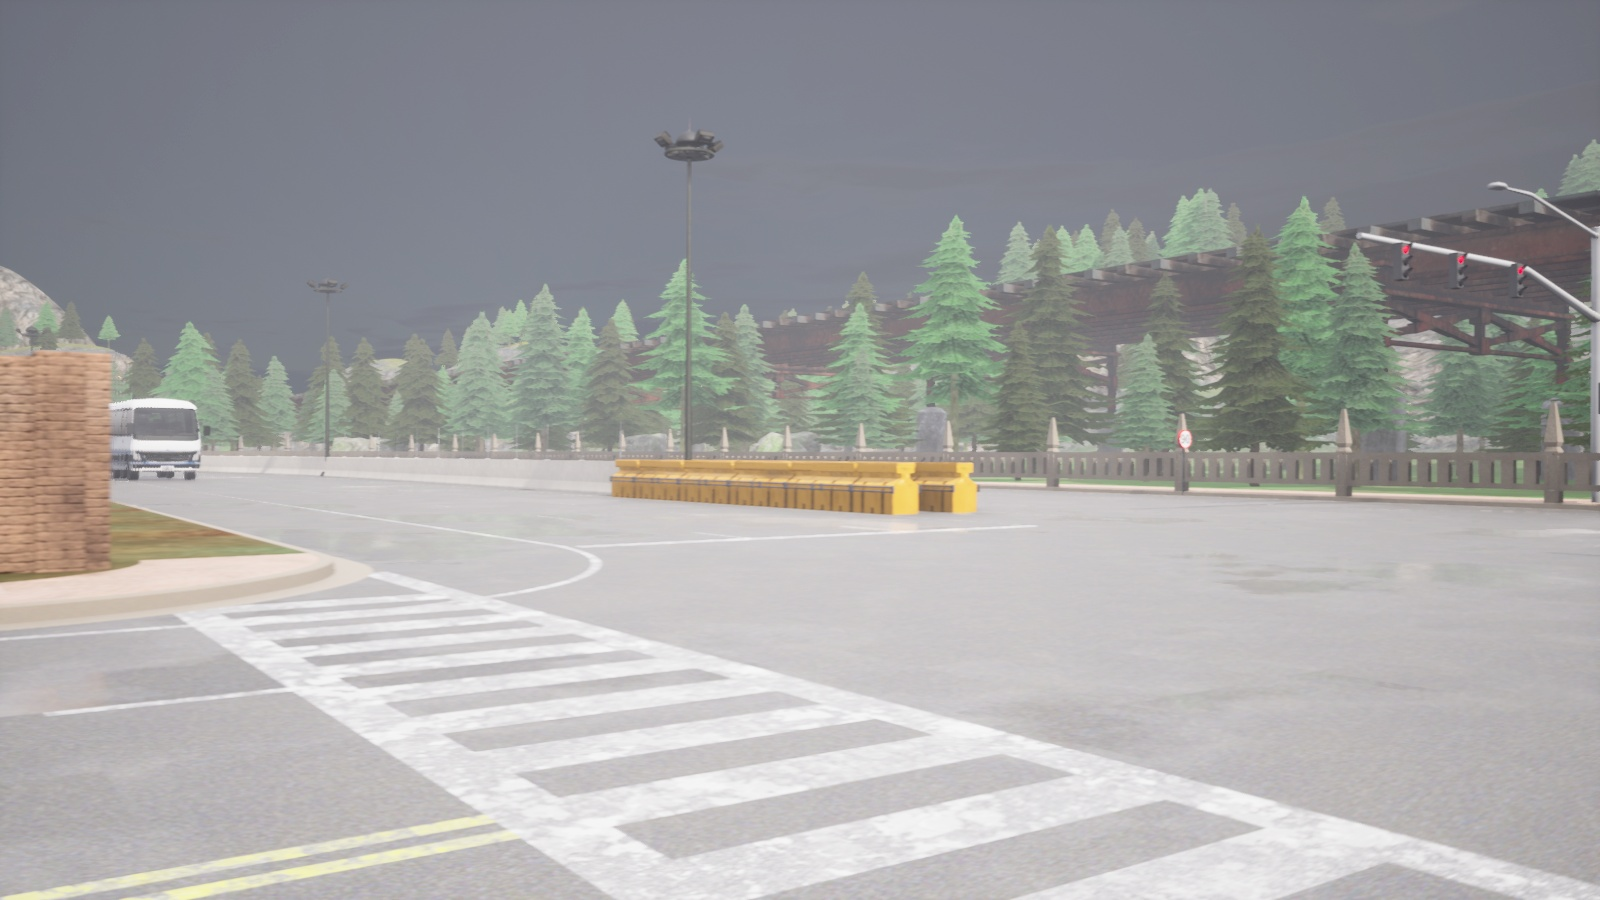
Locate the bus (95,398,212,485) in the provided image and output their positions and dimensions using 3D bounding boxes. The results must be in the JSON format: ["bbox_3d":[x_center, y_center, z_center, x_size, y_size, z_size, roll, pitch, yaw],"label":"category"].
[{"bbox_3d":[-34.393,-0.406,66.558,3.944,4.253,10.273,0,0,-36],"label":"bus"}]
